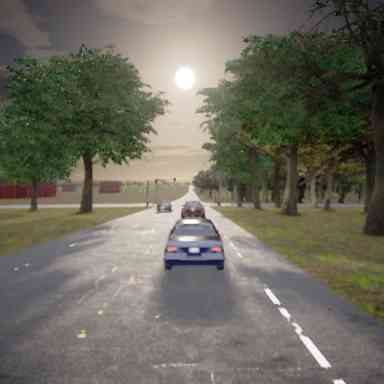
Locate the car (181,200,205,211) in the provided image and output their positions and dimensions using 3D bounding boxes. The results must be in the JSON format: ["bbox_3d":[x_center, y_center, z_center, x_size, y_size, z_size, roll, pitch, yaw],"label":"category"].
[{"bbox_3d":[0.098,1.554,30.545,2.097,1.767,4.553,0,0,0],"label":"car"}]

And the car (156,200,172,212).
[{"bbox_3d":[-3.575,1.811,43.081,2.128,1.511,4.902,0,-1,0],"label":"car"}]

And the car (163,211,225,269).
[{"bbox_3d":[0.074,1.615,11.397,2.033,1.411,5.357,0,0,0],"label":"car"}]
